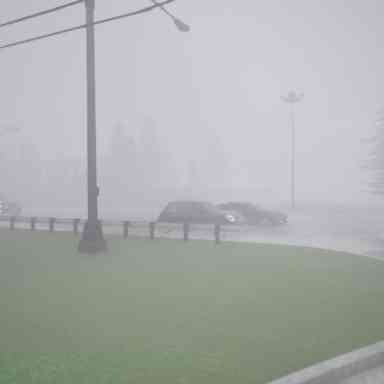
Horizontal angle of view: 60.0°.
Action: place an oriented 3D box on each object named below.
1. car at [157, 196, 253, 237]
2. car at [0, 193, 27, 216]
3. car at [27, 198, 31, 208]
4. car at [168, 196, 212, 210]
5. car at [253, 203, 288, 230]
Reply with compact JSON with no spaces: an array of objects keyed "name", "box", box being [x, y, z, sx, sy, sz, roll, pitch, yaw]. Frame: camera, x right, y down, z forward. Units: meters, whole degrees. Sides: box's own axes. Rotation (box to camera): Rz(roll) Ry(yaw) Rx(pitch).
[{"name":"car","box":[0.473,1.233,17.140,4.553,1.767,2.097,0,0,26]},{"name":"car","box":[-17.913,1.205,29.966,5.566,2.045,2.150,0,0,26]},{"name":"car","box":[-24.234,1.171,44.712,5.566,2.045,2.150,-1,0,26]},{"name":"car","box":[-0.257,1.233,38.818,4.902,1.511,2.128,-1,1,-2]},{"name":"car","box":[3.136,1.341,19.740,4.892,1.490,1.837,-1,0,26]}]
